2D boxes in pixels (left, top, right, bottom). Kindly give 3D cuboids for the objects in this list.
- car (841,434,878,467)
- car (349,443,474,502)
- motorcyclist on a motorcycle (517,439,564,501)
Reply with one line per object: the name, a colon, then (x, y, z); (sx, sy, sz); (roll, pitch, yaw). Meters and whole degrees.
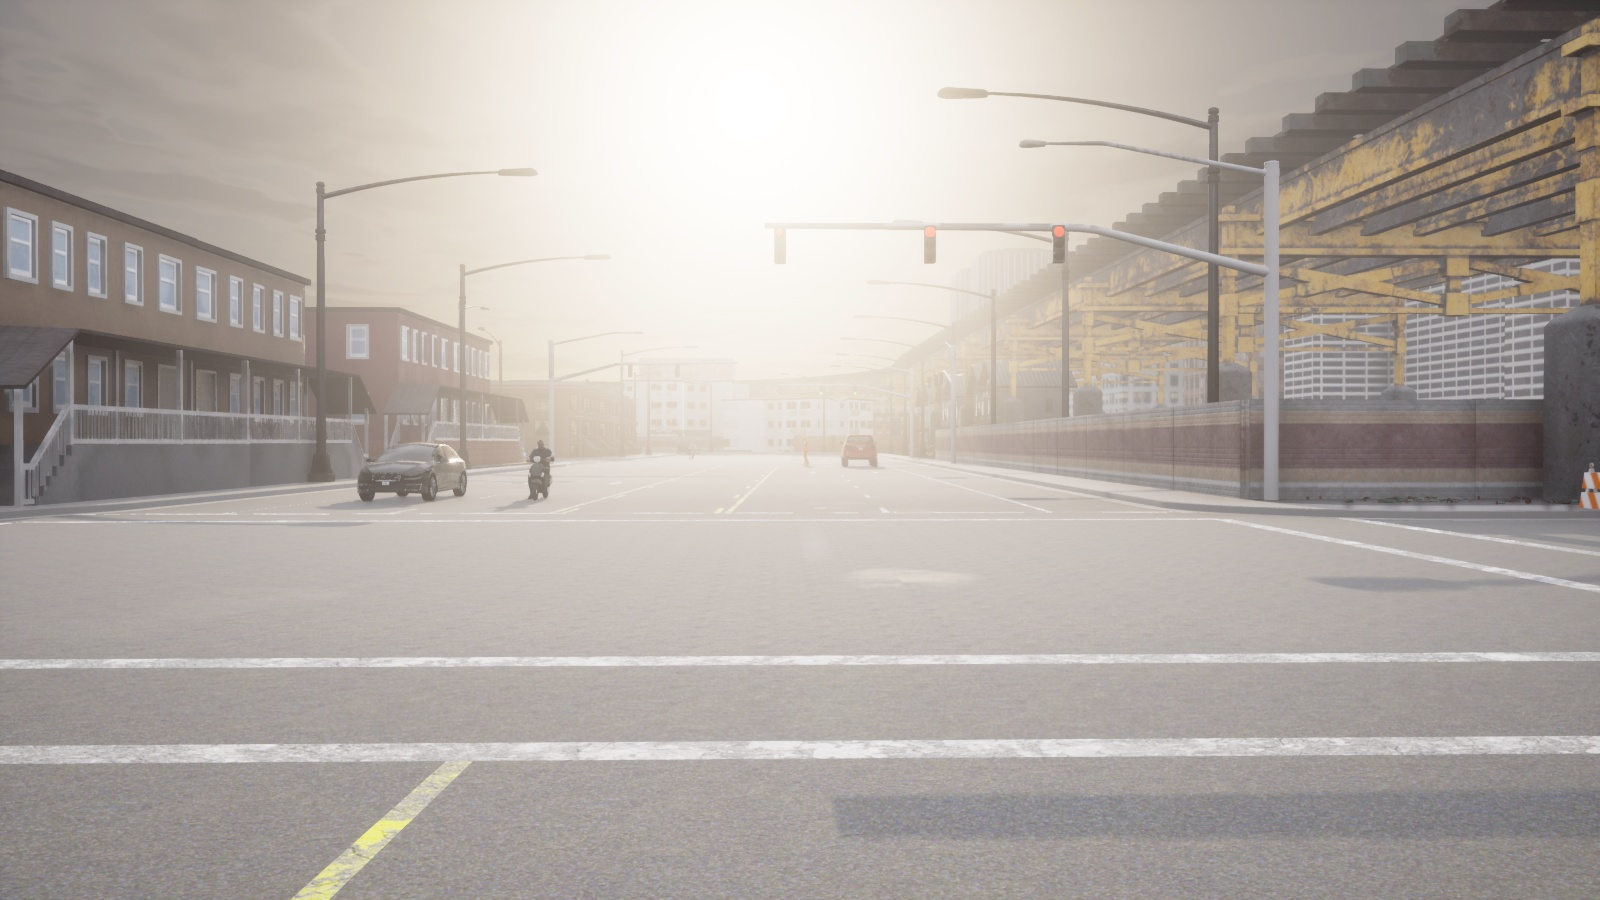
car: (3.753, 0.015, 80.340); (2.150, 2.045, 5.566); (0, 0, 0)
car: (-10.382, 0.552, 33.928); (1.837, 1.490, 4.892); (0, 0, 0)
motorcyclist on a motorcycle: (-6.884, 0.506, 33.335); (0.866, 1.590, 1.817); (0, 0, 0)
